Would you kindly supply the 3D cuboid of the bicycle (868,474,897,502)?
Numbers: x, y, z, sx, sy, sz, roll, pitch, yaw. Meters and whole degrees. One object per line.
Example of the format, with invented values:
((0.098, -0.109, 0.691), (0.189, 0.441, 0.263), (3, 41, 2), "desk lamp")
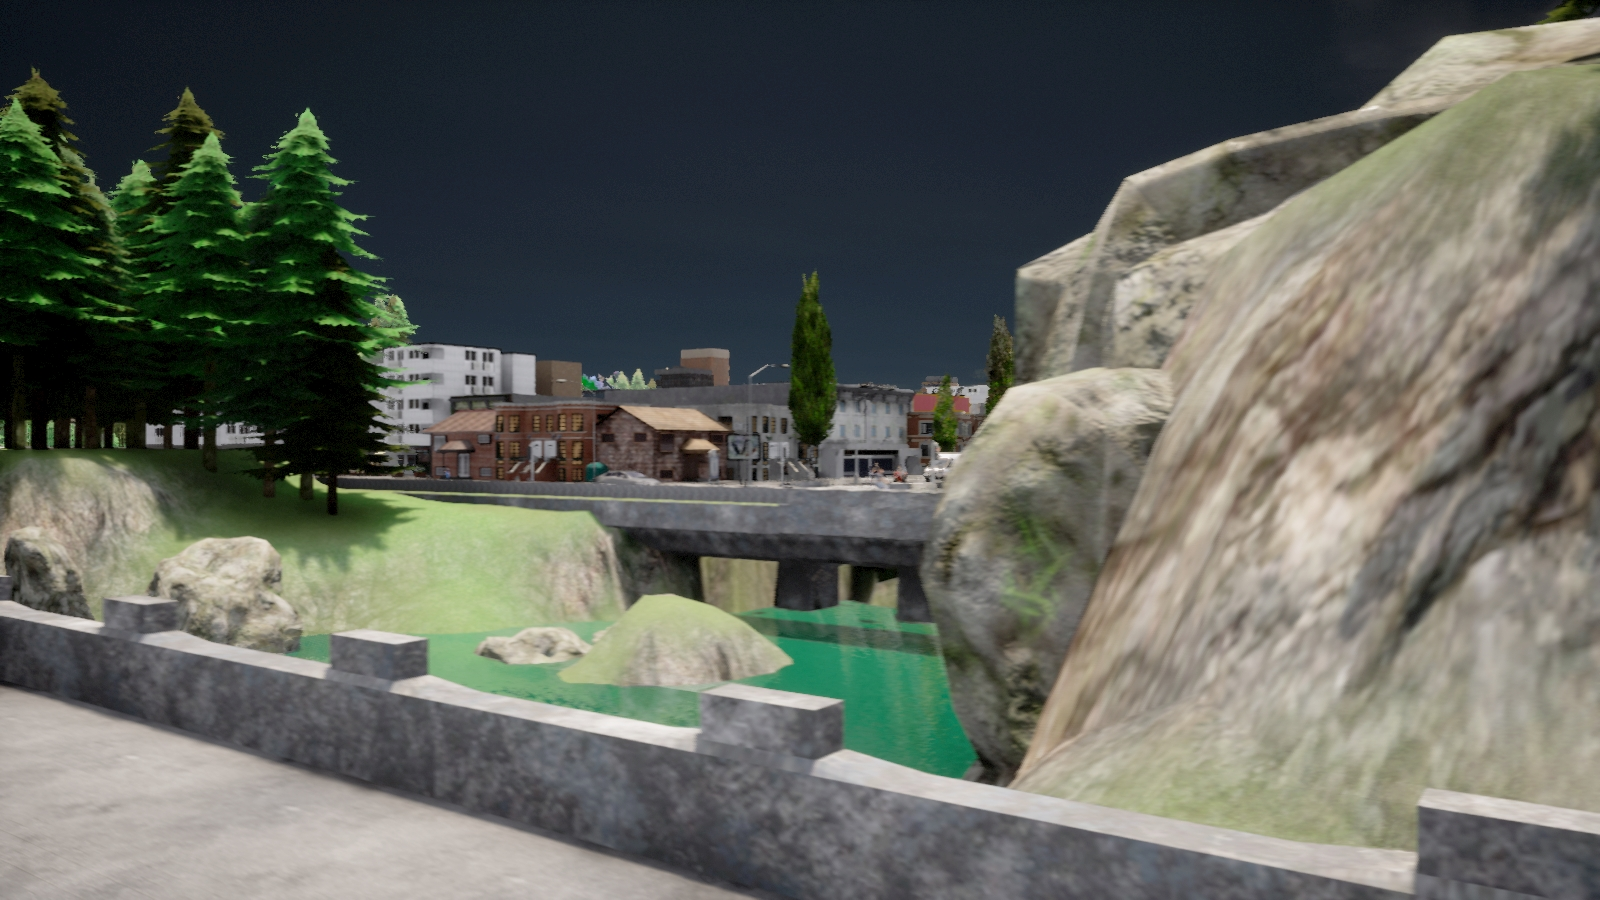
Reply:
((4.469, 2.056, 62.032), (1.643, 1.496, 0.373), (0, 0, 38), "bicycle")

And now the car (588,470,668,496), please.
((-10.955, 2.048, 72.534), (4.902, 1.511, 2.128), (0, 0, 35), "car")
